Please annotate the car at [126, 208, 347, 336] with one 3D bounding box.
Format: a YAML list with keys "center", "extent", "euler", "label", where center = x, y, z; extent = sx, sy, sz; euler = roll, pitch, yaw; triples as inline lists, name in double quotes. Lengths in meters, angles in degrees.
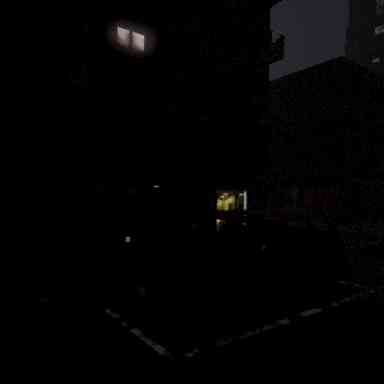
- center: [1.210, 1.318, 6.927]
  extent: [5.009, 1.841, 2.192]
  euler: [0, 2, -35]
  label: "car"
